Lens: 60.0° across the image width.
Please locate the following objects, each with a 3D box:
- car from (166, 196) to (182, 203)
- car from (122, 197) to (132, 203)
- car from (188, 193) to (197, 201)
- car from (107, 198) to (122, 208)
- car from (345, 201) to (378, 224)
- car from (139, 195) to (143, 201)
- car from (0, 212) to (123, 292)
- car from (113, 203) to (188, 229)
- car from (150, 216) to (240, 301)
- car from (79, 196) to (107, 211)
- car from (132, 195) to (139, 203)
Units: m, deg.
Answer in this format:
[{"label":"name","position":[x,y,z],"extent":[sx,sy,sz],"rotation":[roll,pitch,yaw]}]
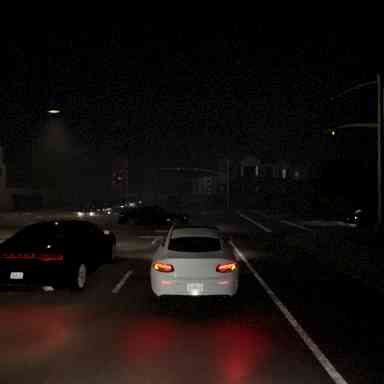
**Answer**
[{"label":"car","position":[-3.383,1.640,59.925],"extent":[2.150,2.045,5.566],"rotation":[0,0,0]},{"label":"car","position":[-13.995,1.912,66.523],"extent":[2.033,1.411,5.357],"rotation":[0,1,1]},{"label":"car","position":[0.022,1.417,89.352],"extent":[2.150,2.045,5.566],"rotation":[0,-1,0]},{"label":"car","position":[-14.067,1.920,56.750],"extent":[2.128,1.511,4.902],"rotation":[0,0,0]},{"label":"car","position":[14.255,1.491,25.542],"extent":[4.553,1.767,2.097],"rotation":[0,-1,0]},{"label":"car","position":[-13.979,1.540,86.683],"extent":[2.097,1.767,4.553],"rotation":[0,0,0]},{"label":"car","position":[-3.427,1.498,9.011],"extent":[1.882,1.535,5.008],"rotation":[0,0,0]},{"label":"car","position":[-2.505,1.636,21.968],"extent":[4.674,1.442,1.812],"rotation":[0,-1,0]},{"label":"car","position":[0.069,1.540,8.224],"extent":[1.812,1.442,4.674],"rotation":[0,0,0]},{"label":"car","position":[-14.085,1.606,46.906],"extent":[2.150,2.045,5.566],"rotation":[0,-1,0]},{"label":"car","position":[-13.981,1.824,76.387],"extent":[1.895,1.301,4.718],"rotation":[0,1,0]}]
